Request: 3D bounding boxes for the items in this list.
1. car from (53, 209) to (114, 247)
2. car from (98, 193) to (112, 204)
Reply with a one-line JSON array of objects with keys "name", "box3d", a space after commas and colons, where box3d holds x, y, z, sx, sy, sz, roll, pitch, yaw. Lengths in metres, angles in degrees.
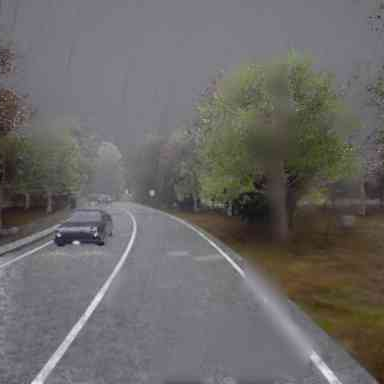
[{"name": "car", "box3d": [-4.640, 1.502, 15.089, 2.033, 1.411, 5.357, 0, 0, -7]}, {"name": "car", "box3d": [-14.451, 1.112, 55.000, 2.097, 1.767, 4.553, 1, 0, -16]}]
